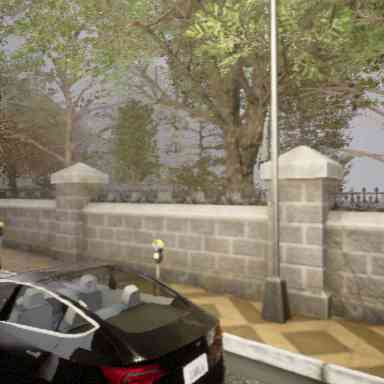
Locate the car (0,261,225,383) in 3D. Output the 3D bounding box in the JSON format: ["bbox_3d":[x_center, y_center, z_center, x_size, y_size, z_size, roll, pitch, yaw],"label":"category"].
[{"bbox_3d":[-1.658,1.551,4.068,4.313,1.339,1.947,0,0,35],"label":"car"}]
